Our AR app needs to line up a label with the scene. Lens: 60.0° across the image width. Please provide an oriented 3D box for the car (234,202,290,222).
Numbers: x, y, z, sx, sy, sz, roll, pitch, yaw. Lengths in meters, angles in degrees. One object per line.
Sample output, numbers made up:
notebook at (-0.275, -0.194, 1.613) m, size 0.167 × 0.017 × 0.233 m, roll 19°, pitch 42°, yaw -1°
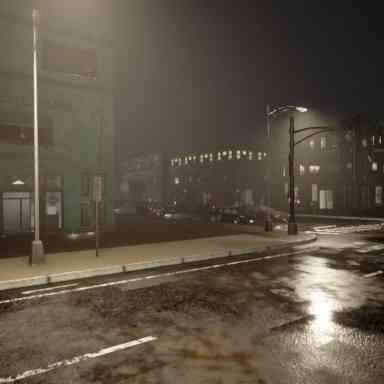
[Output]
car at (5.540, 1.763, 27.633) m, size 2.033 × 1.411 × 5.357 m, roll -1°, pitch 0°, yaw -36°

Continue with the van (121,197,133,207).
van at (-10.835, 1.906, 60.596) m, size 1.690 × 1.788 × 3.998 m, roll -1°, pitch 0°, yaw -35°

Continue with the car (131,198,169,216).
car at (-4.819, 1.845, 37.697) m, size 1.967 × 1.590 × 4.097 m, roll -1°, pitch 0°, yaw -35°

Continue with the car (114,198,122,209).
car at (-14.229, 2.202, 55.574) m, size 2.033 × 1.411 × 5.357 m, roll -1°, pitch 0°, yaw -35°

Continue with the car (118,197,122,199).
car at (-14.046, 1.938, 65.105) m, size 2.192 × 1.841 × 5.009 m, roll -1°, pitch 0°, yaw -35°

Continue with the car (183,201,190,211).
car at (-1.199, 1.965, 47.068) m, size 1.802 × 1.307 × 4.206 m, roll -2°, pitch 0°, yaw -35°

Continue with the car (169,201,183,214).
car at (-3.401, 1.956, 40.199) m, size 1.994 × 1.385 × 4.181 m, roll -1°, pitch 0°, yaw -35°

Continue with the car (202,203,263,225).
car at (3.133, 1.814, 26.322) m, size 1.947 × 1.339 × 4.313 m, roll -2°, pitch 0°, yaw -35°

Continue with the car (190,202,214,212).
car at (2.010, 1.903, 42.559) m, size 1.802 × 1.307 × 4.206 m, roll -2°, pitch 0°, yaw -35°

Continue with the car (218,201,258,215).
car at (5.220, 1.809, 38.050) m, size 2.008 × 1.369 × 4.403 m, roll -2°, pitch 0°, yaw -35°
